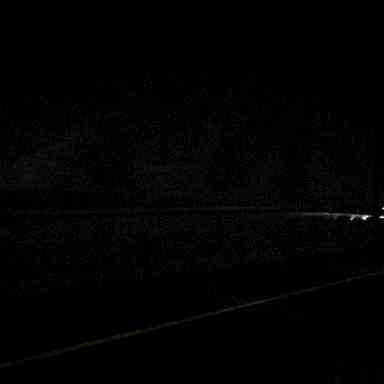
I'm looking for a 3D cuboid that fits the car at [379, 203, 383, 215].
[{"bbox_3d":[22.880,1.737,36.538,4.553,1.767,2.097,1,0,-34],"label":"car"}]

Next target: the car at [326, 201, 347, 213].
[{"bbox_3d":[19.072,1.871,42.411,4.902,1.511,2.128,1,0,-34],"label":"car"}]

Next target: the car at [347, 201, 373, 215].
[{"bbox_3d":[21.001,1.889,39.492,4.892,1.490,1.837,1,-1,-34],"label":"car"}]
